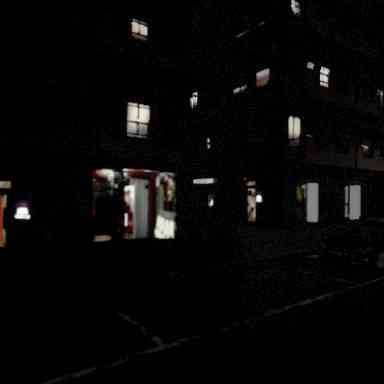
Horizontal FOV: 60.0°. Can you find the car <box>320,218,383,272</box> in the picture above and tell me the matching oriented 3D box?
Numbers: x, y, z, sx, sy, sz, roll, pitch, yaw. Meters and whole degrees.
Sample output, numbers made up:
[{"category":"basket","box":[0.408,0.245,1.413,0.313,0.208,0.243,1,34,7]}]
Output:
[{"category":"car","box":[5.928,1.548,10.773,4.403,1.369,2.008,0,1,-36]}]
